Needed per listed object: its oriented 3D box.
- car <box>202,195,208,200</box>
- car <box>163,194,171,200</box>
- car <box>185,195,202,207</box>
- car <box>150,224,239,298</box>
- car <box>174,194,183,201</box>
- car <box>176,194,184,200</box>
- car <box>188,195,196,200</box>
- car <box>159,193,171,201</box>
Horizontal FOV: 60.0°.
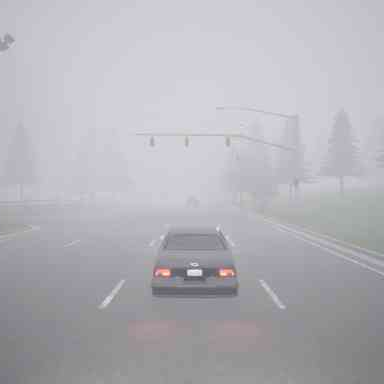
[{"bbox_3d":[3.546,1.500,94.208,1.837,1.490,4.892,0,0,0],"label":"car"},{"bbox_3d":[-6.954,1.384,93.799,1.994,1.385,4.181,0,0,0],"label":"car"},{"bbox_3d":[0.023,1.351,52.733,2.097,1.767,4.553,0,0,0],"label":"car"},{"bbox_3d":[0.070,1.547,8.694,2.033,1.411,5.357,0,0,0],"label":"car"},{"bbox_3d":[-3.459,1.516,83.794,1.812,1.442,4.674,0,0,0],"label":"car"},{"bbox_3d":[-3.454,1.357,93.798,2.128,1.511,4.902,0,0,0],"label":"car"},{"bbox_3d":[0.046,1.539,94.209,2.033,1.411,5.357,0,0,0],"label":"car"},{"bbox_3d":[-6.959,1.216,83.409,2.150,2.045,5.566,0,0,0],"label":"car"}]
